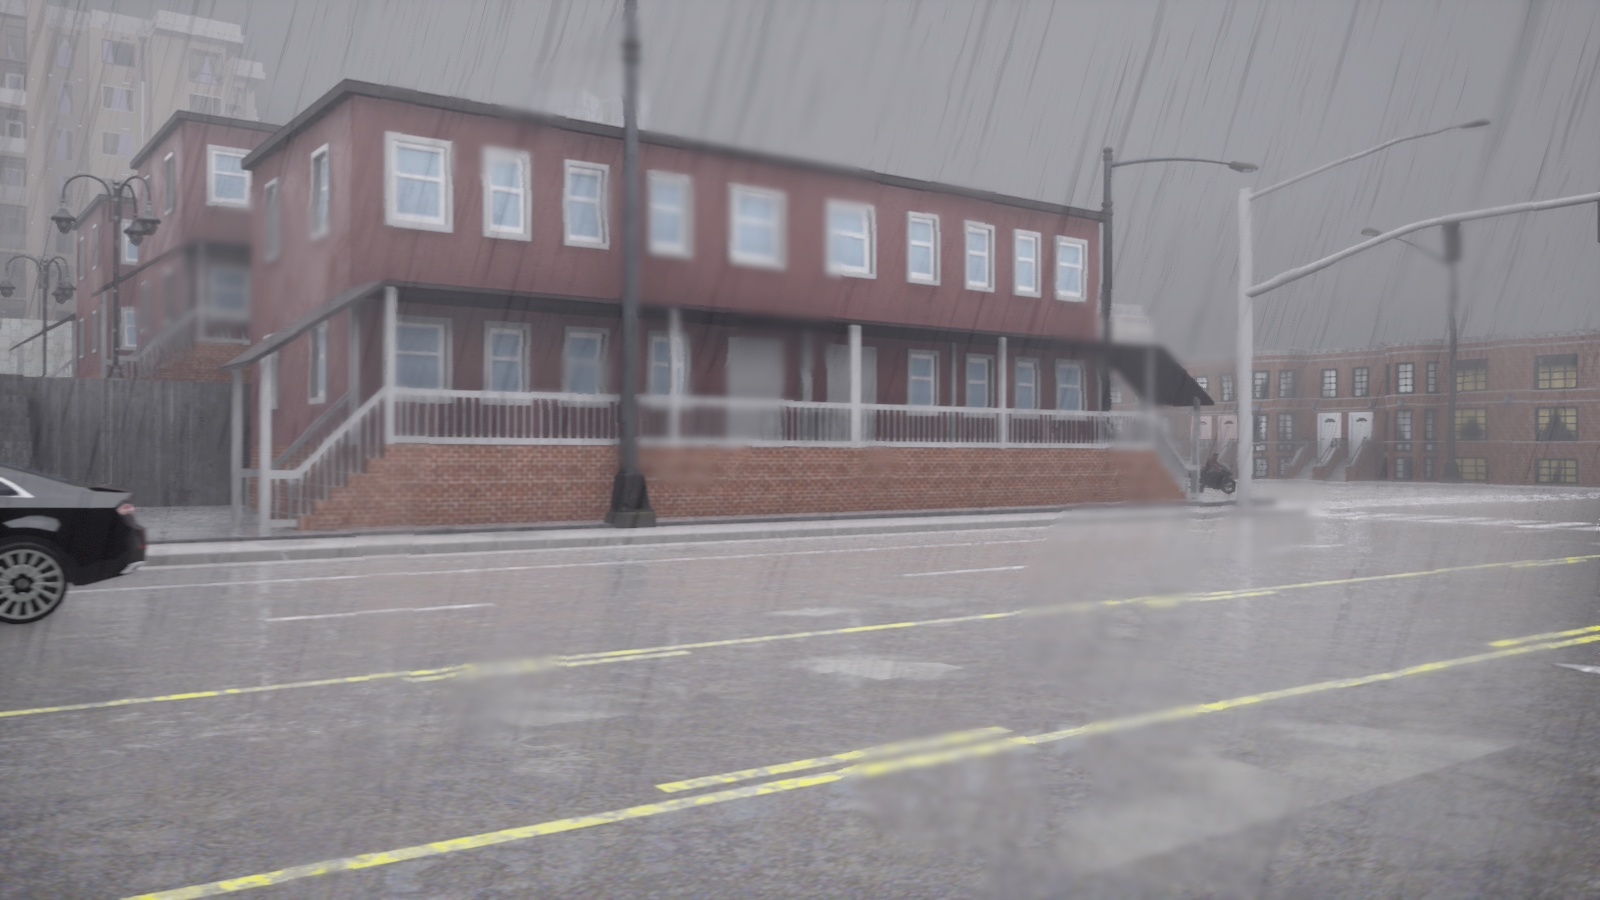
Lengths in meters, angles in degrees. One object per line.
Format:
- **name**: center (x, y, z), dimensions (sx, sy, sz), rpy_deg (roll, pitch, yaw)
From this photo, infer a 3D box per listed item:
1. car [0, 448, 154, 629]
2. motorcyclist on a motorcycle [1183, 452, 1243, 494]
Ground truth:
- **car**: center (-8.362, 0.745, 10.628), dimensions (4.902, 1.511, 2.128), rpy_deg (0, 0, -35)
- **motorcyclist on a motorcycle**: center (15.432, 0.835, 46.958), dimensions (0.797, 1.523, 2.044), rpy_deg (0, 0, -35)
